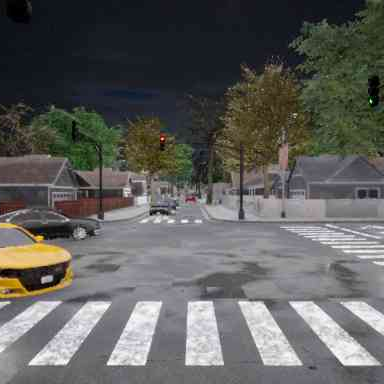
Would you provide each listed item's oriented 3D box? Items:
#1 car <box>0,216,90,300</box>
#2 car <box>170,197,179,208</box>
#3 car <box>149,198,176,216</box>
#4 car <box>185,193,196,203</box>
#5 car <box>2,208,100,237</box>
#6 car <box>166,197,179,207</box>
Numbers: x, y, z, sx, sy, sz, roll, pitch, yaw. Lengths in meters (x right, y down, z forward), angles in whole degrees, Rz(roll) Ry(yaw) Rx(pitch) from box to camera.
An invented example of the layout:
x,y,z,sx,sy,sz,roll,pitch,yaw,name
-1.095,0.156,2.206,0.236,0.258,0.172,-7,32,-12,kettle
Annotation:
x,y,z,sx,sy,sz,roll,pitch,yaw,name
-4.936,1.491,8.055,5.008,1.535,1.882,-1,-2,35,car
-3.008,1.595,42.846,1.994,1.385,4.181,0,0,0,car
-3.028,1.568,32.957,2.033,1.411,5.357,0,0,0,car
-0.305,1.300,73.590,2.150,2.045,5.566,0,0,0,car
-6.799,1.537,15.474,4.892,1.490,1.837,-1,1,-19,car
-3.027,1.569,53.096,1.812,1.442,4.674,0,0,0,car
